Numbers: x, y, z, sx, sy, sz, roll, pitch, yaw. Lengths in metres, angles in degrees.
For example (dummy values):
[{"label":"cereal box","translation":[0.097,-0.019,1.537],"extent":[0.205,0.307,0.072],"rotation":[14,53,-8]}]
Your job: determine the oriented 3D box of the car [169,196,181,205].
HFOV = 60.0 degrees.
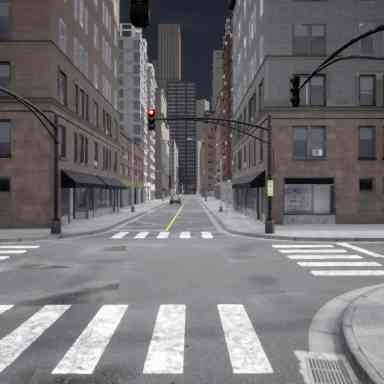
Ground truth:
[{"label":"car","translation":[-2.977,1.457,59.647],"extent":[1.882,1.535,5.008],"rotation":[0,0,0]}]
